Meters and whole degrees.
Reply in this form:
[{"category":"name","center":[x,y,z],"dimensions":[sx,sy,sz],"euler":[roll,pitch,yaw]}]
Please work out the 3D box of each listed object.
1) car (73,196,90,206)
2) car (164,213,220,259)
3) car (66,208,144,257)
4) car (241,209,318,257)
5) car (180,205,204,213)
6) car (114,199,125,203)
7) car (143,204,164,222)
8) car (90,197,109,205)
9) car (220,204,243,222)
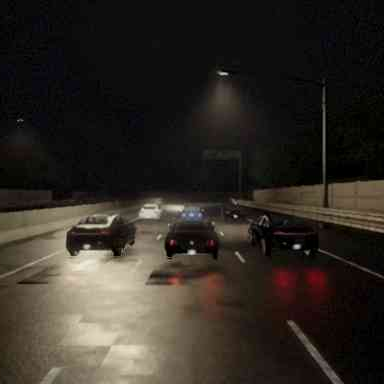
[{"category":"car","center":[-21.029,1.834,64.137],"dimensions":[2.150,2.045,5.566],"euler":[0,0,0]},{"category":"car","center":[0.011,1.733,13.245],"dimensions":[1.895,1.301,4.718],"euler":[0,-1,0]},{"category":"car","center":[-3.485,1.627,13.504],"dimensions":[2.128,1.511,4.902],"euler":[0,0,0]},{"category":"car","center":[3.514,1.627,13.501],"dimensions":[2.128,1.511,4.902],"euler":[0,0,0]},{"category":"car","center":[-0.002,1.814,27.518],"dimensions":[2.033,1.411,5.357],"euler":[0,-1,0]},{"category":"car","center":[-14.041,2.140,64.417],"dimensions":[1.812,1.442,4.674],"euler":[0,0,0]},{"category":"car","center":[-3.487,1.804,28.899],"dimensions":[1.812,1.442,4.674],"euler":[0,0,1]},{"category":"car","center":[-17.536,1.968,64.305],"dimensions":[2.097,1.767,4.553],"euler":[0,-1,0]},{"category":"car","center":[3.513,1.805,28.890],"dimensions":[1.812,1.442,4.674],"euler":[0,0,1]}]
